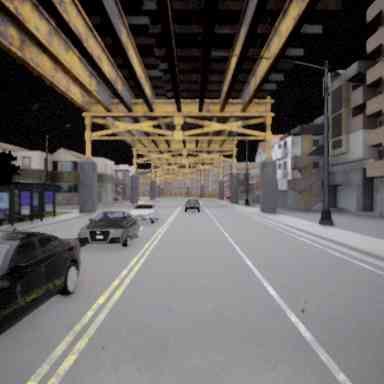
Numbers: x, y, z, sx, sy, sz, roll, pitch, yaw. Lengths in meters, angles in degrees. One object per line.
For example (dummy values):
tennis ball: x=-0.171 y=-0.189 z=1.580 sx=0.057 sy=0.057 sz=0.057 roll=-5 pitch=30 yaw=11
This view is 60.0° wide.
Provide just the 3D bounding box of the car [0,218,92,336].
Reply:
car: x=-3.582 y=1.480 z=5.880 sx=1.882 sy=1.535 sz=5.008 roll=0 pitch=0 yaw=1

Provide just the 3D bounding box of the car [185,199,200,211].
car: x=0.065 y=1.565 z=40.195 sx=2.033 sy=1.411 sz=5.357 roll=0 pitch=0 yaw=0

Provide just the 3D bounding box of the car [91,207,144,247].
car: x=-3.590 y=1.570 z=14.965 sx=1.994 sy=1.385 sz=4.181 roll=0 pitch=0 yaw=1

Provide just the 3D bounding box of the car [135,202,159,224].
car: x=-3.559 y=1.536 z=25.230 sx=1.812 sy=1.442 sz=4.674 roll=0 pitch=0 yaw=1
